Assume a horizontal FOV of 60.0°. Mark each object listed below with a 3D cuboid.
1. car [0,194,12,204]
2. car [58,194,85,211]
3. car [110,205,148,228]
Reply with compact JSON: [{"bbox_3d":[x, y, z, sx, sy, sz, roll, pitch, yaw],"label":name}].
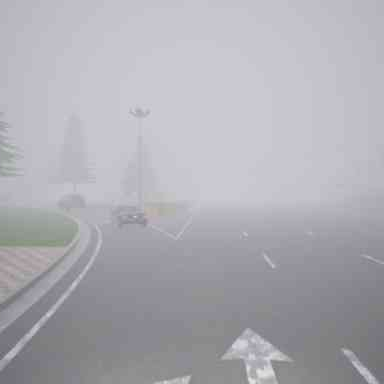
[{"bbox_3d":[-38.820,1.390,68.127,5.566,2.045,2.150,0,0,43],"label":"car"},{"bbox_3d":[-15.199,1.291,41.998,2.150,2.045,5.566,0,0,-35],"label":"car"},{"bbox_3d":[-4.381,1.571,22.677,2.033,1.411,5.357,0,0,-21],"label":"car"}]
